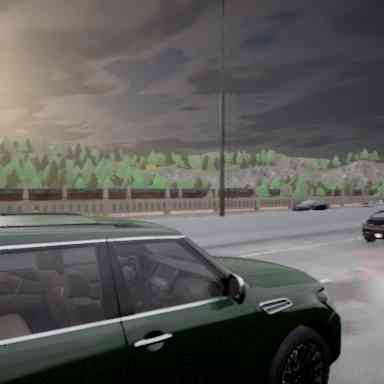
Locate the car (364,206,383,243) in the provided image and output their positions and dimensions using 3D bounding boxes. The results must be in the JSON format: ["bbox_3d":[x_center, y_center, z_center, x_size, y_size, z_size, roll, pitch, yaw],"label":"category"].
[{"bbox_3d":[9.481,1.506,14.830,4.892,1.490,1.837,0,0,-36],"label":"car"}]

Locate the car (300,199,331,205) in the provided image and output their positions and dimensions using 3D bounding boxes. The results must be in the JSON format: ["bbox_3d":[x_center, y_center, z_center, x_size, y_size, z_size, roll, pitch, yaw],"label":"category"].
[{"bbox_3d":[12.519,1.479,34.675,5.008,1.535,1.882,0,0,-37],"label":"car"}]

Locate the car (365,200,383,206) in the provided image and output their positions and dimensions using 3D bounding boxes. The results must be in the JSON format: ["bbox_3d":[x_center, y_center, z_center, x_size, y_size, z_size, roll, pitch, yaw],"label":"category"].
[{"bbox_3d":[17.942,1.508,29.987,4.892,1.490,1.837,1,0,-37],"label":"car"}]

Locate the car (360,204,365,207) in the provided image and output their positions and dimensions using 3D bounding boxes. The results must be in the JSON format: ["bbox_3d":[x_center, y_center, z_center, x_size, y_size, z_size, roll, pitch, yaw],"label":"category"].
[{"bbox_3d":[19.696,1.567,35.686,4.181,1.385,1.994,0,0,-37],"label":"car"}]

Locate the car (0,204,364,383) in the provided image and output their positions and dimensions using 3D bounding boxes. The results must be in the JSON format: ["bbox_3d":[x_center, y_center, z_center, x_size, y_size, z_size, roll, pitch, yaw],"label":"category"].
[{"bbox_3d":[-0.952,1.221,3.068,5.566,2.045,2.150,0,0,-36],"label":"car"}]
